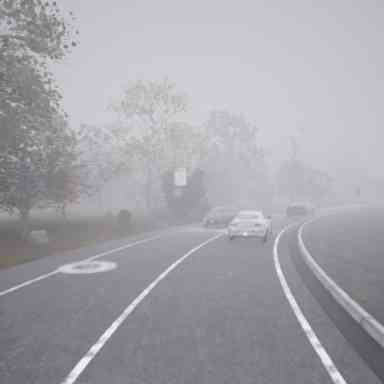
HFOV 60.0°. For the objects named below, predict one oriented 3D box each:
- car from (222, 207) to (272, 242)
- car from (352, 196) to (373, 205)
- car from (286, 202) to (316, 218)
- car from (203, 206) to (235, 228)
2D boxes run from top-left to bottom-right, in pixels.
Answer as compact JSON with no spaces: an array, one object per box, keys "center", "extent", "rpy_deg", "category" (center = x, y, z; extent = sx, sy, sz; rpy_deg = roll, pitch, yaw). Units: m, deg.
[{"center":[3.083,1.681,17.268],"extent":[1.812,1.442,4.674],"rpy_deg":[-1,-1,17],"category":"car"},{"center":[29.259,1.445,57.041],"extent":[4.718,1.301,1.895],"rpy_deg":[-3,-2,-41],"category":"car"},{"center":[11.017,1.727,33.503],"extent":[1.882,1.535,5.008],"rpy_deg":[-4,-2,34],"category":"car"},{"center":[2.403,1.829,25.122],"extent":[1.837,1.490,4.892],"rpy_deg":[-2,-2,25],"category":"car"}]
